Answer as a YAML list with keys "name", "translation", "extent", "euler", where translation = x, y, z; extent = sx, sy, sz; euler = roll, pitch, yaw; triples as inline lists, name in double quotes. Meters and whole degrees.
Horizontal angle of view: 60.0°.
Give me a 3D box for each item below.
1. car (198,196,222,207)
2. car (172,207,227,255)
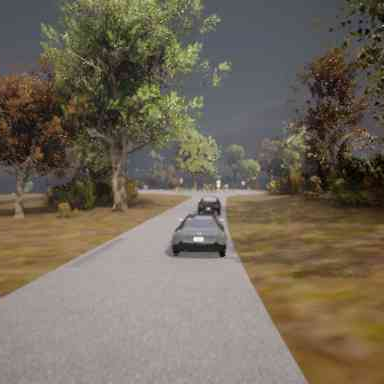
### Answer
- name: "car"
  translation: [1.569, 1.088, 28.821]
  extent: [1.882, 1.535, 5.008]
  euler: [0, 2, 6]
- name: "car"
  translation: [0.355, 1.543, 13.273]
  extent: [1.994, 1.385, 4.181]
  euler: [0, 1, 4]
